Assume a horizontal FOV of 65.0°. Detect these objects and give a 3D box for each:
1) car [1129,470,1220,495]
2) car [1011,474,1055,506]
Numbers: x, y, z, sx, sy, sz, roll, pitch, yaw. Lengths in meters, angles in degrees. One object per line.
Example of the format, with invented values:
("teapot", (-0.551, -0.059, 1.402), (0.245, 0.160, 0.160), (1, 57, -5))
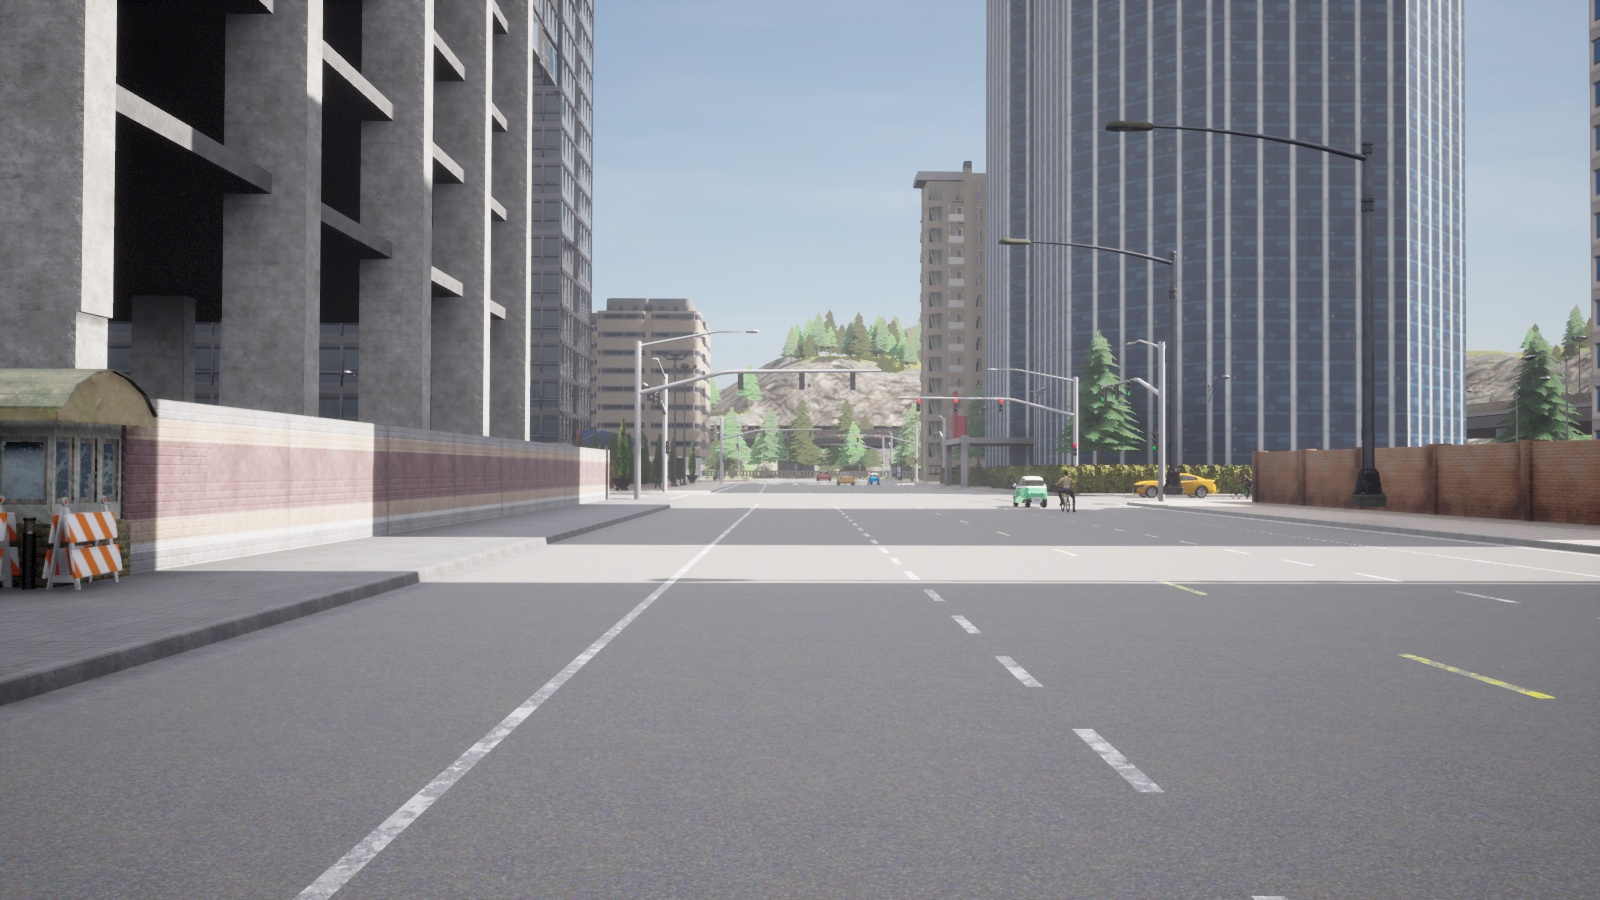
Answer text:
("car", (23.108, 2.000, 77.605), (5.008, 1.535, 1.882), (0, -1, -1))
("car", (10.301, 1.760, 55.640), (1.481, 1.376, 2.207), (0, -1, -1))
